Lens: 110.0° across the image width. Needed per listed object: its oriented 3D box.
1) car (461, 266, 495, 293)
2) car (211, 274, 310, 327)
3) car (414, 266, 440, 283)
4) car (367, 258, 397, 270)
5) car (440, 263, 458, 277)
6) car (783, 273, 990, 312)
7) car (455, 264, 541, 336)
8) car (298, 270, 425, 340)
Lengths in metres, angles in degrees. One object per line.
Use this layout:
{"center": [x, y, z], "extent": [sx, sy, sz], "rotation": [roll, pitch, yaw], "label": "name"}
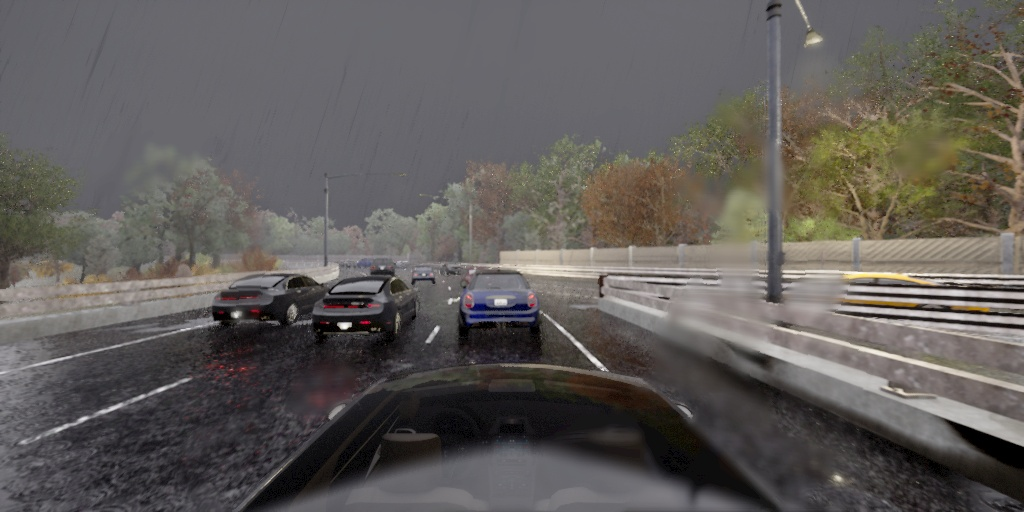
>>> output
{"center": [-2.341, 1.438, 23.455], "extent": [1.812, 1.442, 4.674], "rotation": [0, 0, -10], "label": "car"}
{"center": [-7.594, 1.335, 11.970], "extent": [1.837, 1.490, 4.892], "rotation": [0, 0, -6], "label": "car"}
{"center": [-7.433, 1.512, 29.962], "extent": [2.033, 1.411, 5.357], "rotation": [0, 0, -15], "label": "car"}
{"center": [-12.587, 1.225, 34.882], "extent": [2.150, 2.045, 5.566], "rotation": [0, -1, -19], "label": "car"}
{"center": [-6.936, 1.545, 40.548], "extent": [1.837, 1.490, 4.892], "rotation": [0, 0, -24], "label": "car"}
{"center": [11.892, 1.337, 12.077], "extent": [1.882, 1.535, 5.008], "rotation": [0, -2, -43], "label": "car"}
{"center": [-0.495, 1.170, 10.913], "extent": [2.097, 1.767, 4.553], "rotation": [0, 0, -6], "label": "car"}
{"center": [-3.908, 1.320, 10.312], "extent": [1.837, 1.490, 4.892], "rotation": [0, -1, -5], "label": "car"}
